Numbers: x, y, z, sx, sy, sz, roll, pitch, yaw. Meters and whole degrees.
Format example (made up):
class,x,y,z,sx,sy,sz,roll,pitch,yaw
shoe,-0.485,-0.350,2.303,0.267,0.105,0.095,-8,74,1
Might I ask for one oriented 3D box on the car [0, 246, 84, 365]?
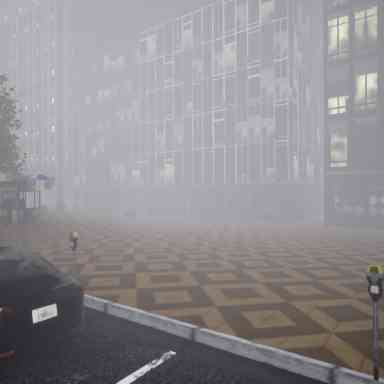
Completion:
class,x,y,z,sx,sy,sz,roll,pitch,yaw
car,-3.549,1.566,5.405,4.313,1.339,1.947,0,0,35
